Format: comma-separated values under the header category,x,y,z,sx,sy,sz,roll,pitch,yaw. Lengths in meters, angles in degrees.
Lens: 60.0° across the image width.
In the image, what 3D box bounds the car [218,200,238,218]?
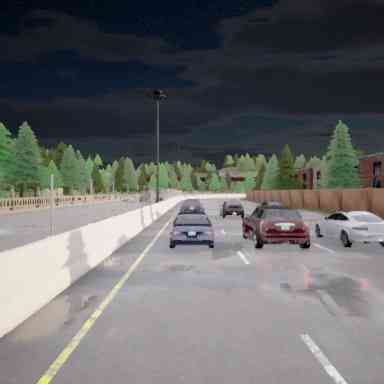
category,x,y,z,sx,sy,sz,roll,pitch,yaw
car,3.500,1.514,29.650,1.837,1.490,4.892,0,0,0

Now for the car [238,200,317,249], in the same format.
category,x,y,z,sx,sy,sz,roll,pitch,yaw
car,3.500,1.363,14.620,2.097,1.767,4.553,0,0,0

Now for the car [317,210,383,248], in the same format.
category,x,y,z,sx,sy,sz,roll,pitch,yaw
car,7.000,1.530,14.650,1.812,1.442,4.674,0,0,0

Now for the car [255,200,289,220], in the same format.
category,x,y,z,sx,sy,sz,roll,pitch,yaw
car,7.000,1.514,29.650,1.837,1.490,4.892,0,0,0

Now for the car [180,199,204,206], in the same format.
category,x,y,z,sx,sy,sz,roll,pitch,yaw
car,0.000,1.364,29.620,2.097,1.767,4.553,0,0,0

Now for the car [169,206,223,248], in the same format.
category,x,y,z,sx,sy,sz,roll,pitch,yaw
car,0.000,1.560,14.650,2.033,1.411,5.357,0,0,0
